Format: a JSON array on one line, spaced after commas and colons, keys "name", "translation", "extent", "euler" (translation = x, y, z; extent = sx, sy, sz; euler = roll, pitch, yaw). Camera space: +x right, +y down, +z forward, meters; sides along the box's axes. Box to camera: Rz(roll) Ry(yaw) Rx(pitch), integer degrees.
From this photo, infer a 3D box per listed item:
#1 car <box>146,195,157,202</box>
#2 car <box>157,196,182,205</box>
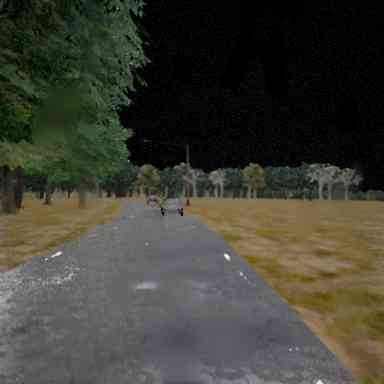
[{"name": "car", "translation": [-7.161, 1.159, 59.645], "extent": [2.097, 1.767, 4.553], "euler": [0, 0, -13]}, {"name": "car", "translation": [-1.836, 1.134, 29.784], "extent": [2.033, 1.649, 4.856], "euler": [0, 0, -7]}]
